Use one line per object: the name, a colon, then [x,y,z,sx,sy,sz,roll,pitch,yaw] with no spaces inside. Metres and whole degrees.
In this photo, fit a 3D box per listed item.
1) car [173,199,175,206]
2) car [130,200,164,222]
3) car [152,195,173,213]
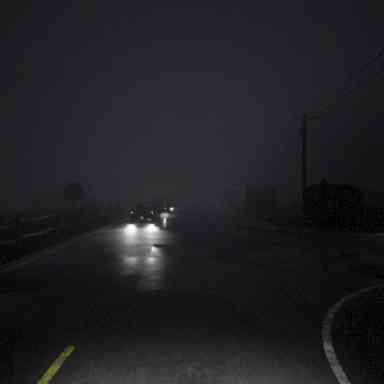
car: [-3.505,1.326,46.647,1.882,1.535,5.008,0,1,1]
car: [-3.554,1.517,25.833,1.895,1.301,4.718,0,0,0]
car: [-3.534,1.236,35.806,2.097,1.767,4.553,0,0,0]
